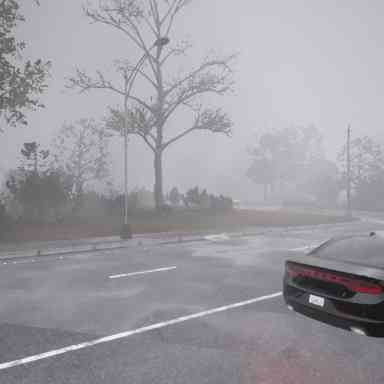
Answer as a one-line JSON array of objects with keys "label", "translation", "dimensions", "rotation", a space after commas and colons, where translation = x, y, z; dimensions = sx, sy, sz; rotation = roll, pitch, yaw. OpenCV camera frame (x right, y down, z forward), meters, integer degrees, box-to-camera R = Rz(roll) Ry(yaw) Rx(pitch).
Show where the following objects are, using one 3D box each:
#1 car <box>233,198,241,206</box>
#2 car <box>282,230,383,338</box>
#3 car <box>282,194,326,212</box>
[{"label": "car", "translation": [6.140, 1.569, 54.337], "dimensions": [1.882, 1.535, 5.008], "rotation": [0, -1, -25]}, {"label": "car", "translation": [3.906, 1.478, 6.414], "dimensions": [5.008, 1.535, 1.882], "rotation": [0, 0, -35]}, {"label": "car", "translation": [13.403, 1.234, 40.087], "dimensions": [2.150, 2.045, 5.566], "rotation": [0, -1, -28]}]
